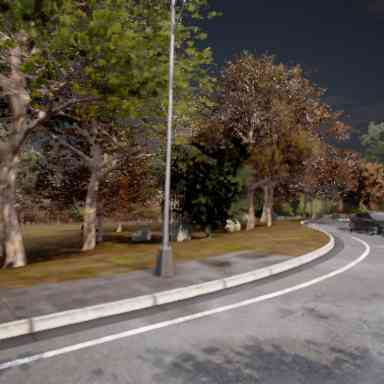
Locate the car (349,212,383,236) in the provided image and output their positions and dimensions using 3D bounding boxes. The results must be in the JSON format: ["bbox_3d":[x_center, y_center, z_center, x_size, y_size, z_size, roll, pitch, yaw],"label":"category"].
[{"bbox_3d":[12.728,2.148,23.049,1.837,1.490,4.892,1,-1,0],"label":"car"}]
